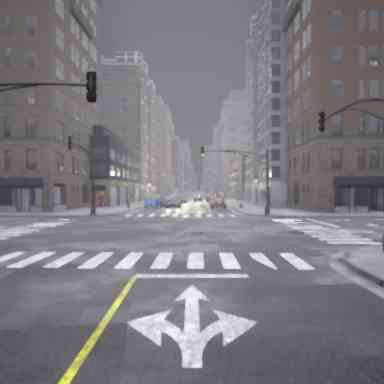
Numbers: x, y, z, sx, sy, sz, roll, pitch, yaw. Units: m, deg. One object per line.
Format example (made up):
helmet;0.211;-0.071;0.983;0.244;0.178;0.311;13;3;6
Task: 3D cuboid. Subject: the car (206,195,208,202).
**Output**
car;3.483;1.480;48.180;1.947;1.339;4.313;0;0;1

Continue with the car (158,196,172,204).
car;-4.795;1.451;59.409;2.008;1.369;4.403;0;0;1

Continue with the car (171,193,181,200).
car;-4.179;1.181;87.019;2.192;1.841;5.009;0;0;1

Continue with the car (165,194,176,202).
car;-4.548;1.326;70.453;1.967;1.590;4.097;0;0;1

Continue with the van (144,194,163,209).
van;-5.165;1.262;42.841;1.690;1.788;3.998;0;0;1

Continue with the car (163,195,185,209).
car;-2.383;1.484;43.209;1.994;1.385;4.181;0;0;1

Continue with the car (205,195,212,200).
car;4.469;1.440;92.370;1.802;1.307;4.206;0;0;1

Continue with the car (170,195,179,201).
car;-4.306;1.398;81.327;1.752;1.417;4.829;0;0;1

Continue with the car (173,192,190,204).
car;-1.988;1.252;59.021;2.097;1.767;4.553;0;0;2

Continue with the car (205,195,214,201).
car;4.222;1.417;81.322;1.887;1.381;4.507;0;0;1

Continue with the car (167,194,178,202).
car;-4.425;1.319;75.975;1.967;1.590;4.097;0;0;1

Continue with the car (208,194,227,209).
car;3.359;1.361;42.656;1.967;1.590;4.097;0;0;1

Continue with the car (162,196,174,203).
car;-4.672;1.444;64.931;2.008;1.369;4.403;0;0;1

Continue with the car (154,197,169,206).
car;-4.918;1.473;53.886;1.947;1.339;4.313;0;0;1

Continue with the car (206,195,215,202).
car;4.099;1.445;75.799;1.947;1.339;4.313;0;0;1

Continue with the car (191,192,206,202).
car;1.281;1.403;69.055;2.128;1.511;4.902;0;0;1
